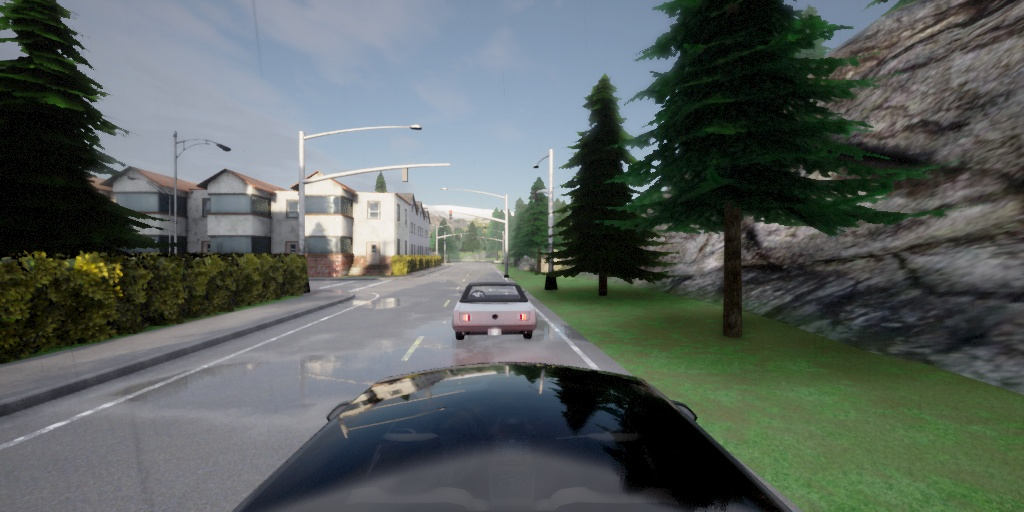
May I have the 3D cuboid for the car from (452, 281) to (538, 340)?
[{"bbox_3d":[-0.526,1.351,9.954,1.895,1.301,4.718,0,0,-4],"label":"car"}]
